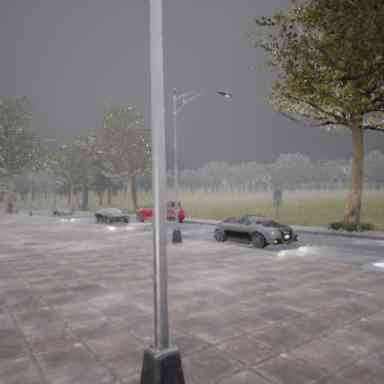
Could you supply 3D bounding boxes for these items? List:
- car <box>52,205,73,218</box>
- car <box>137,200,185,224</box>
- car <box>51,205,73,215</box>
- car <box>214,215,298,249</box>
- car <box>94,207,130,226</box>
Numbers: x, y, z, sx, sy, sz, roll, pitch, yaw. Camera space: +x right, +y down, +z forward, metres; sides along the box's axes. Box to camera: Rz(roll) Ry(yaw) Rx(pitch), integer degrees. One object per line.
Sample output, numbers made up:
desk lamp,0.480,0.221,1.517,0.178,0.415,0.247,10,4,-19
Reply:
car,-17.363,2.536,44.436,2.128,1.511,4.902,-1,-1,-36
car,-2.808,1.726,28.962,2.150,2.045,5.566,-1,-1,-36
car,-21.662,2.917,55.359,2.033,1.411,5.357,-1,-1,-36
car,2.917,1.787,15.892,1.994,1.385,4.181,-1,-1,-36
car,-7.403,2.135,30.337,1.882,1.535,5.008,-1,-1,-35
